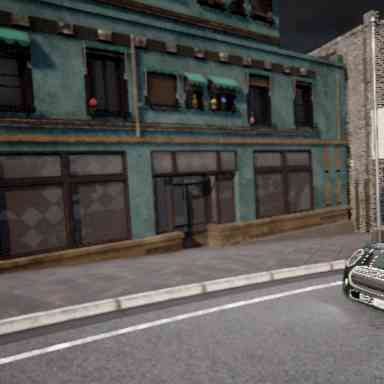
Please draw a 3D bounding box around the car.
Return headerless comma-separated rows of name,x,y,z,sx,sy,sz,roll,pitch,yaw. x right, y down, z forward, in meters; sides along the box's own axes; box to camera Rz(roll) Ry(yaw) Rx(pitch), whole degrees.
car,5.183,1.269,6.563,4.553,1.767,2.097,0,1,-27
